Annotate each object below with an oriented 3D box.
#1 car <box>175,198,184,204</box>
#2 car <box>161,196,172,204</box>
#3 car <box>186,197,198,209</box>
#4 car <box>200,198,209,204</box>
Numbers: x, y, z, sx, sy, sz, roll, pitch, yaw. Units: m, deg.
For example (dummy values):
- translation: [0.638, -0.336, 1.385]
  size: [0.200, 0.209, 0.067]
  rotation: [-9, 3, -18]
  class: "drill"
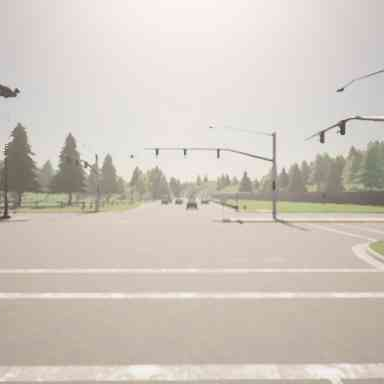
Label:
- translation: [-3.529, 2.464, 86.850]
  size: [1.837, 1.490, 4.892]
  rotation: [0, -1, 0]
  class: "car"
- translation: [-7.029, 2.464, 86.849]
  size: [1.837, 1.490, 4.892]
  rotation: [0, -1, 0]
  class: "car"
- translation: [-0.019, 2.110, 56.245]
  size: [1.882, 1.535, 5.008]
  rotation: [0, -1, 0]
  class: "car"
- translation: [3.471, 2.490, 86.852]
  size: [2.128, 1.511, 4.902]
  rotation: [0, -1, 0]
  class: "car"
